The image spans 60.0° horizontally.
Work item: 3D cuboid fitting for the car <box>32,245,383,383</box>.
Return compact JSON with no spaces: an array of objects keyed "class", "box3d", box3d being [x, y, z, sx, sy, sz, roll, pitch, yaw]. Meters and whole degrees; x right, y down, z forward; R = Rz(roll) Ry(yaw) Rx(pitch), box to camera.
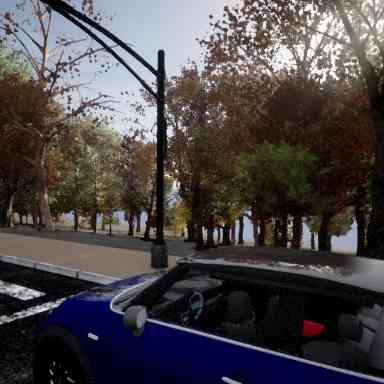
[{"class":"car","box3d":[0.432,1.352,3.349,4.553,1.767,2.097,0,0,34]}]
